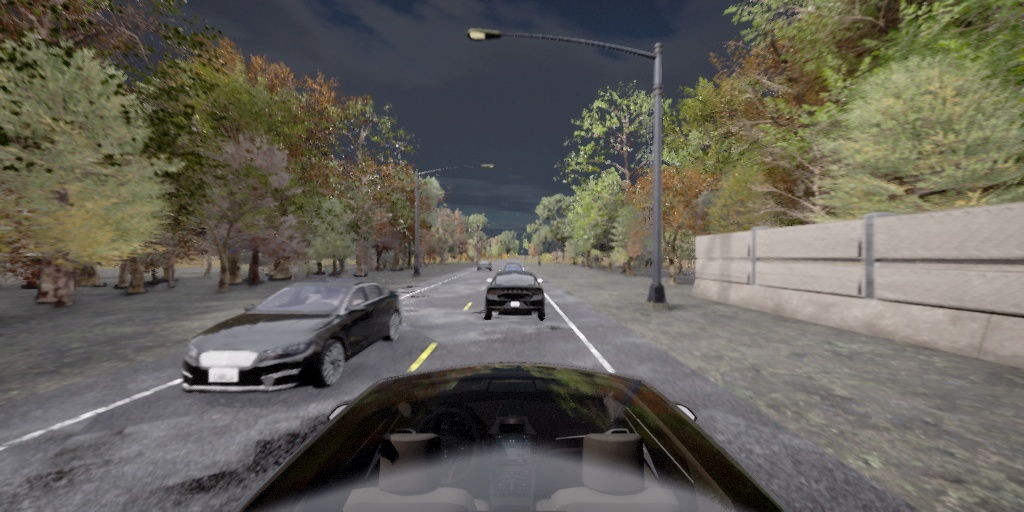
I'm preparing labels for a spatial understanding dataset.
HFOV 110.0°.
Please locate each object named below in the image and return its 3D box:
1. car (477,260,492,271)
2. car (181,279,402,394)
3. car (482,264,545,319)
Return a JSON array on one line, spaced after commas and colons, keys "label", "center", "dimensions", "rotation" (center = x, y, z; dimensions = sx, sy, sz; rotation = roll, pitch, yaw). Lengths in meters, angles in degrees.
[{"label": "car", "center": [-3.596, 1.271, 47.574], "dimensions": [1.812, 1.442, 4.674], "rotation": [0, 0, 0]}, {"label": "car", "center": [-3.603, 1.229, 6.931], "dimensions": [2.128, 1.511, 4.902], "rotation": [0, 0, 0]}, {"label": "car", "center": [0.095, 1.243, 12.880], "dimensions": [1.882, 1.535, 5.008], "rotation": [0, 0, 0]}]
